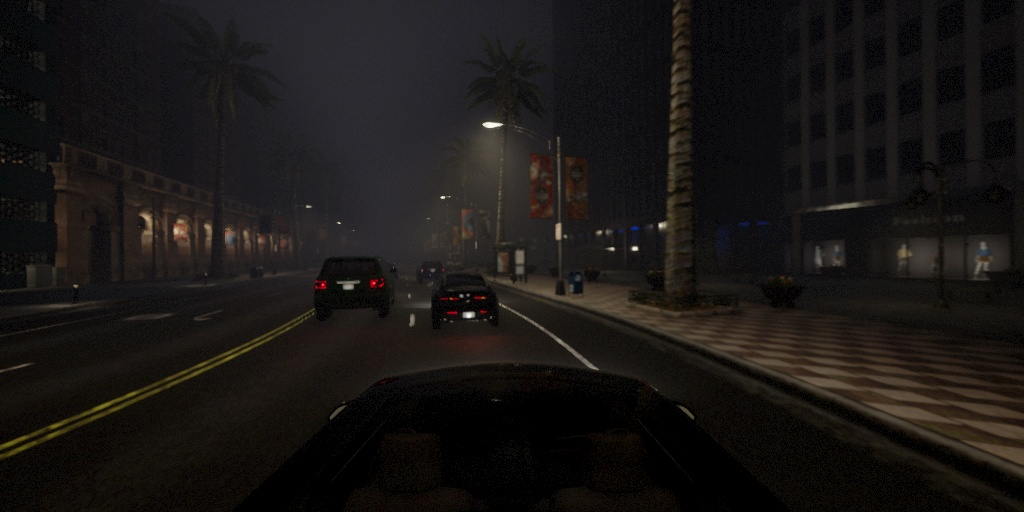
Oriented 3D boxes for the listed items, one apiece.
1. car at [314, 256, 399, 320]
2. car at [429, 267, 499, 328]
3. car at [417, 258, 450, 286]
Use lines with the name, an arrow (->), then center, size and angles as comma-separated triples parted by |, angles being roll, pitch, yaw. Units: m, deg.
car -> -5.558, 1.018, 13.235 | 2.150, 2.045, 5.566 | 0, 0, -15
car -> -1.634, 1.265, 11.545 | 1.837, 1.490, 4.892 | 0, 0, -13
car -> -6.574, 1.149, 29.067 | 2.097, 1.767, 4.553 | -1, 0, -17
